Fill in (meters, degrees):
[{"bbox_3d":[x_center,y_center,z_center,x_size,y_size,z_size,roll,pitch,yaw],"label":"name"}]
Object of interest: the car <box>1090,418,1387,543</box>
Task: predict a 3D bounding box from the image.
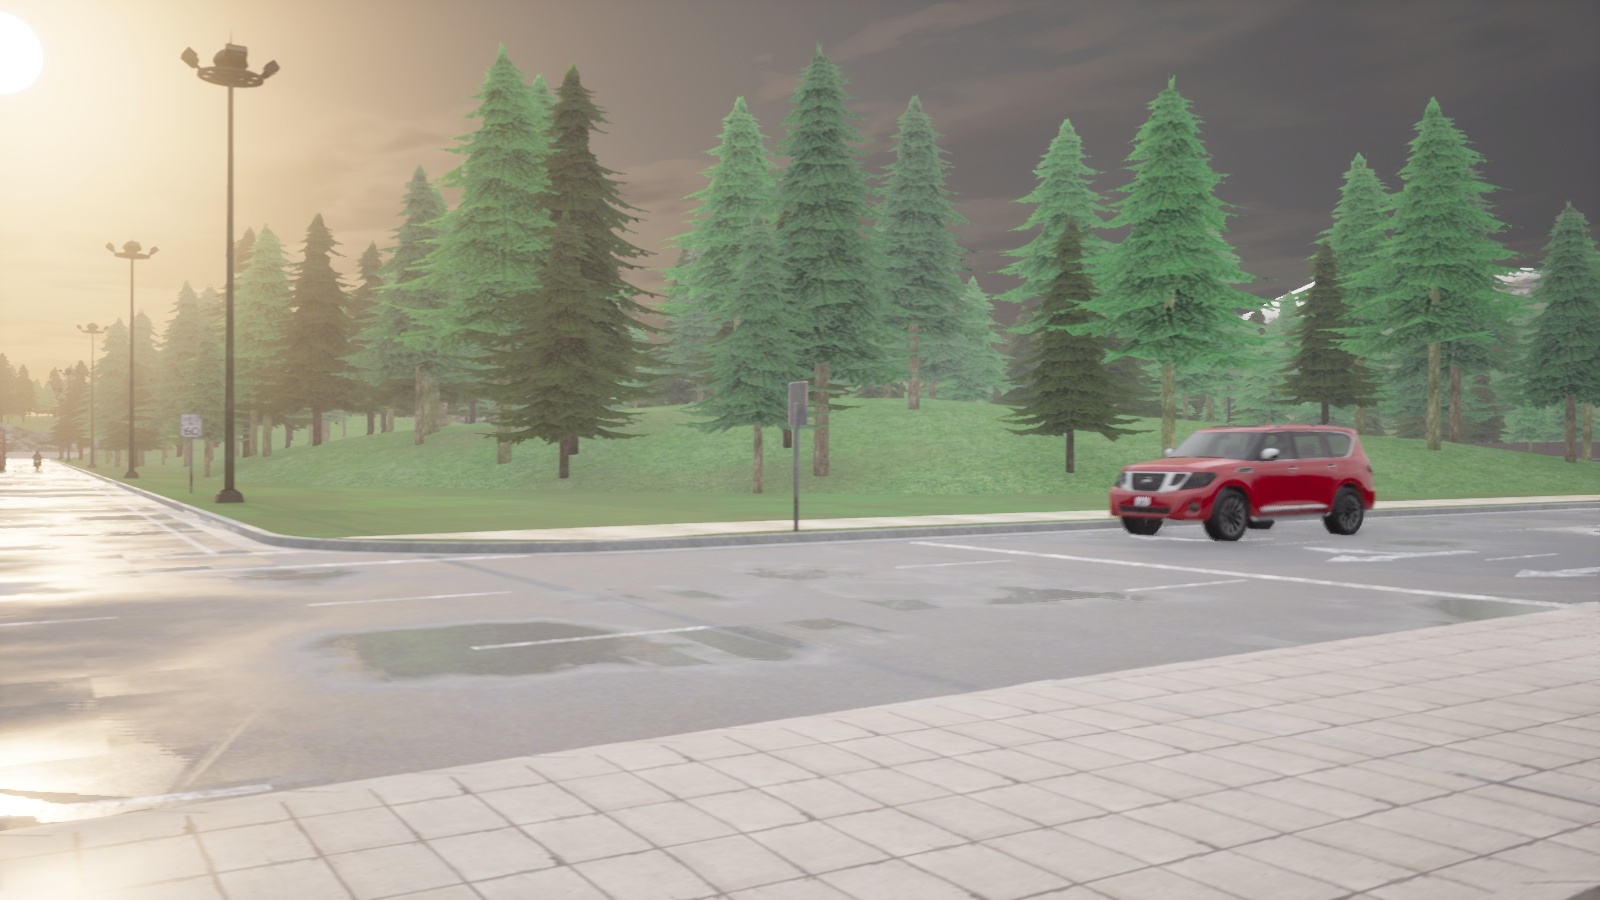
[{"bbox_3d":[8.071,0.504,22.928,5.566,2.045,2.150,0,0,-33],"label":"car"}]
